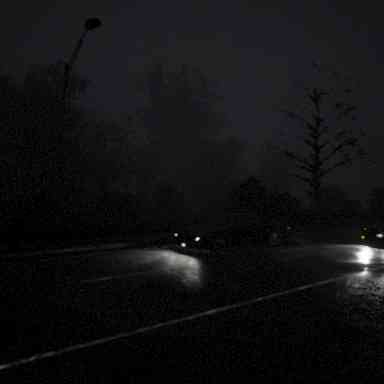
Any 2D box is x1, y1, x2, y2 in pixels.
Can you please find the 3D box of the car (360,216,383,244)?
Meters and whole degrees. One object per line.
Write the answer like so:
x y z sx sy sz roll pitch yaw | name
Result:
9.393 1.635 14.887 4.181 1.385 1.994 0 0 -35 | car

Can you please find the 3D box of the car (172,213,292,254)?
1.862 1.589 13.882 5.357 1.411 2.033 0 0 -35 | car
